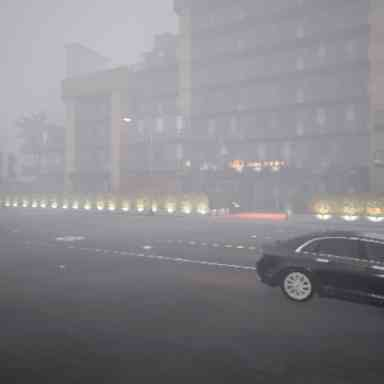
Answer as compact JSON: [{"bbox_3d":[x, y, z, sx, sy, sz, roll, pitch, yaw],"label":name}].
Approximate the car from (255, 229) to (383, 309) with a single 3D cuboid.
[{"bbox_3d":[3.798,1.609,6.934,4.892,1.490,1.837,2,1,28],"label":"car"}]
